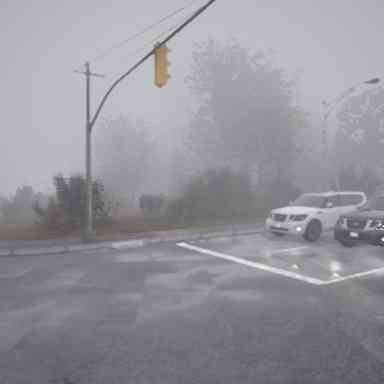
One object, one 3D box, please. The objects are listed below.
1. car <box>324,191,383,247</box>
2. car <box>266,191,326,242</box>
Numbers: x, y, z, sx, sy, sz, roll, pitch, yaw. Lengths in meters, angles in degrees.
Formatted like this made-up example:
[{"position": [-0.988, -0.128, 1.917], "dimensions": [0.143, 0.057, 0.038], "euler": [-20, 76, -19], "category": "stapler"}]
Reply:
[{"position": [7.924, 1.026, 12.684], "dimensions": [5.566, 2.045, 2.150], "euler": [-2, 1, -29], "category": "car"}, {"position": [6.104, 1.020, 15.680], "dimensions": [5.566, 2.045, 2.150], "euler": [-2, 1, -30], "category": "car"}]
